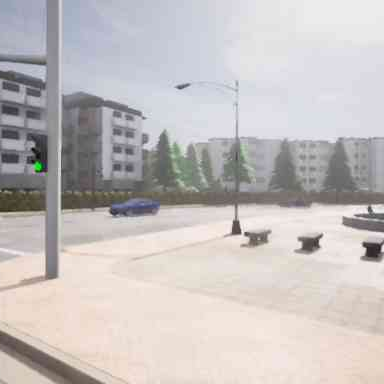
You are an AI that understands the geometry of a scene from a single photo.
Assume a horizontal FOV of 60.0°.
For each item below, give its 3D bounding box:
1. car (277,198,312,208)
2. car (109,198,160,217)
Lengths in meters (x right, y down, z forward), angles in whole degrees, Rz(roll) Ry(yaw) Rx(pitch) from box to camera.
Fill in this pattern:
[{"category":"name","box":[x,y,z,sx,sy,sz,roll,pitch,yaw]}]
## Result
[{"category":"car","box":[13.751,1.477,44.748,4.718,1.301,1.895,0,0,-24]},{"category":"car","box":[-4.952,1.304,29.021,1.882,1.535,5.008,0,0,36]}]
